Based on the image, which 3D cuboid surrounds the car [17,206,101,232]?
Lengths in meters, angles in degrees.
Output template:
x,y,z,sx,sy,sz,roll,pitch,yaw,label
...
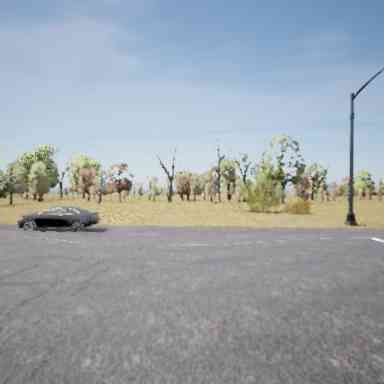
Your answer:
x,y,z,sx,sy,sz,roll,pitch,yaw,label
-8.118,1.617,20.532,4.902,1.511,2.128,1,0,0,car
